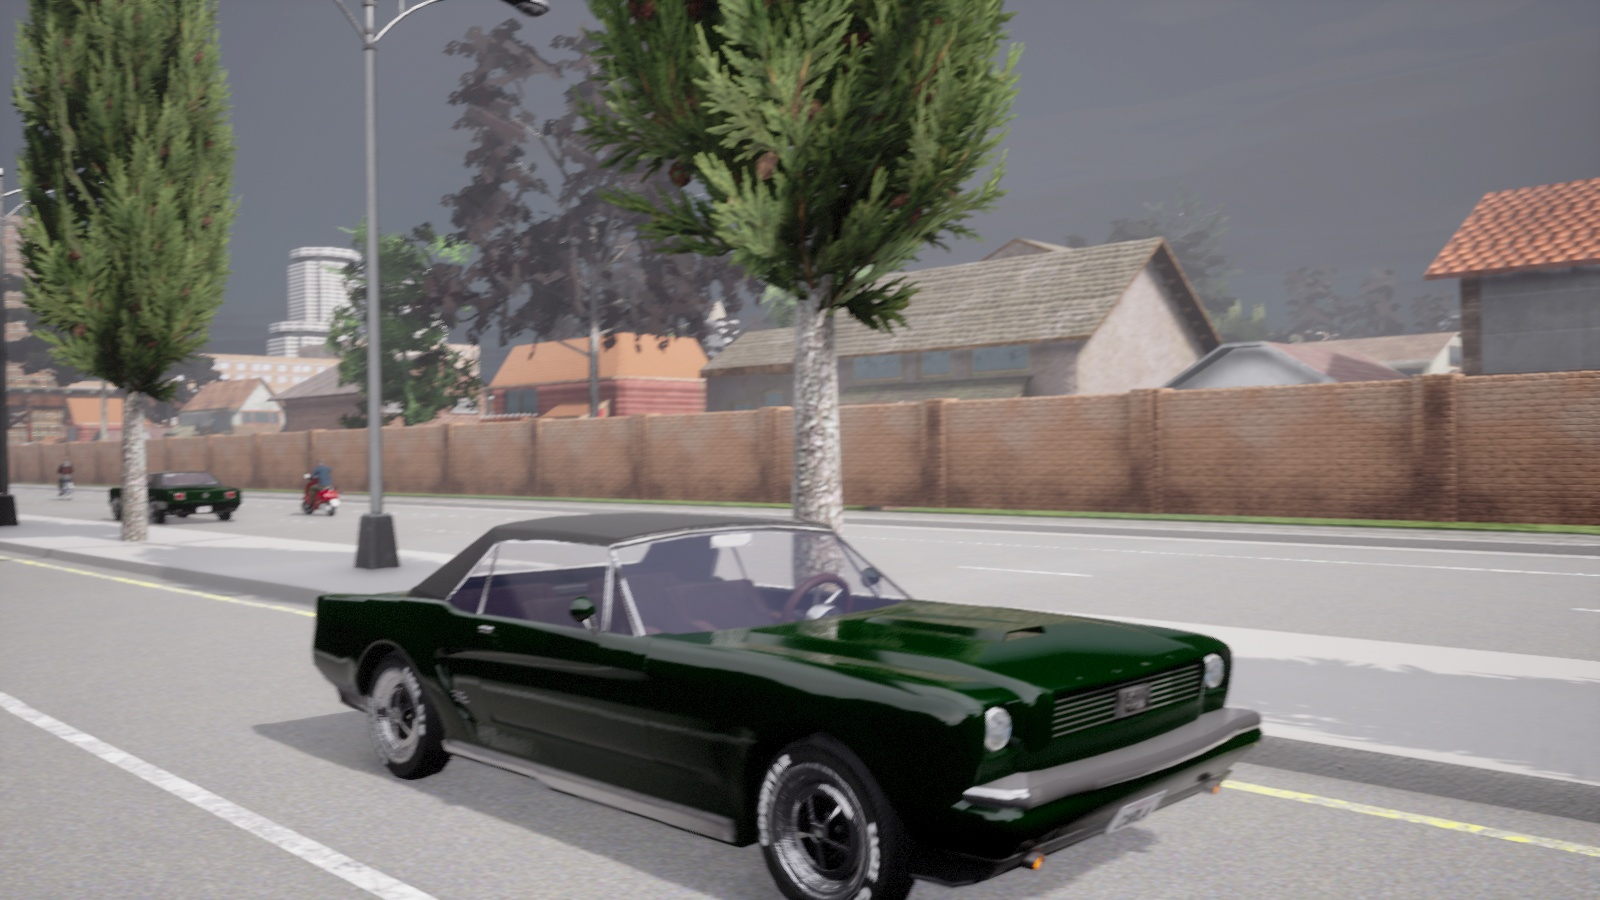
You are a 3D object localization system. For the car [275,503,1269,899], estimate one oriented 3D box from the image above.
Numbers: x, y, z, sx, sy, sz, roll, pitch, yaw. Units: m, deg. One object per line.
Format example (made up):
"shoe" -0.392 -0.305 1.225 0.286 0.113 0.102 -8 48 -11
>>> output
"car" -0.512 0.975 5.899 4.718 1.301 1.895 -1 -1 44

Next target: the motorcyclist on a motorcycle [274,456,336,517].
"motorcyclist on a motorcycle" -13.584 0.983 34.438 1.817 1.590 0.866 0 0 42

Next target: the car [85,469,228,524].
"car" -16.825 1.156 32.726 4.718 1.301 1.895 -1 0 44
